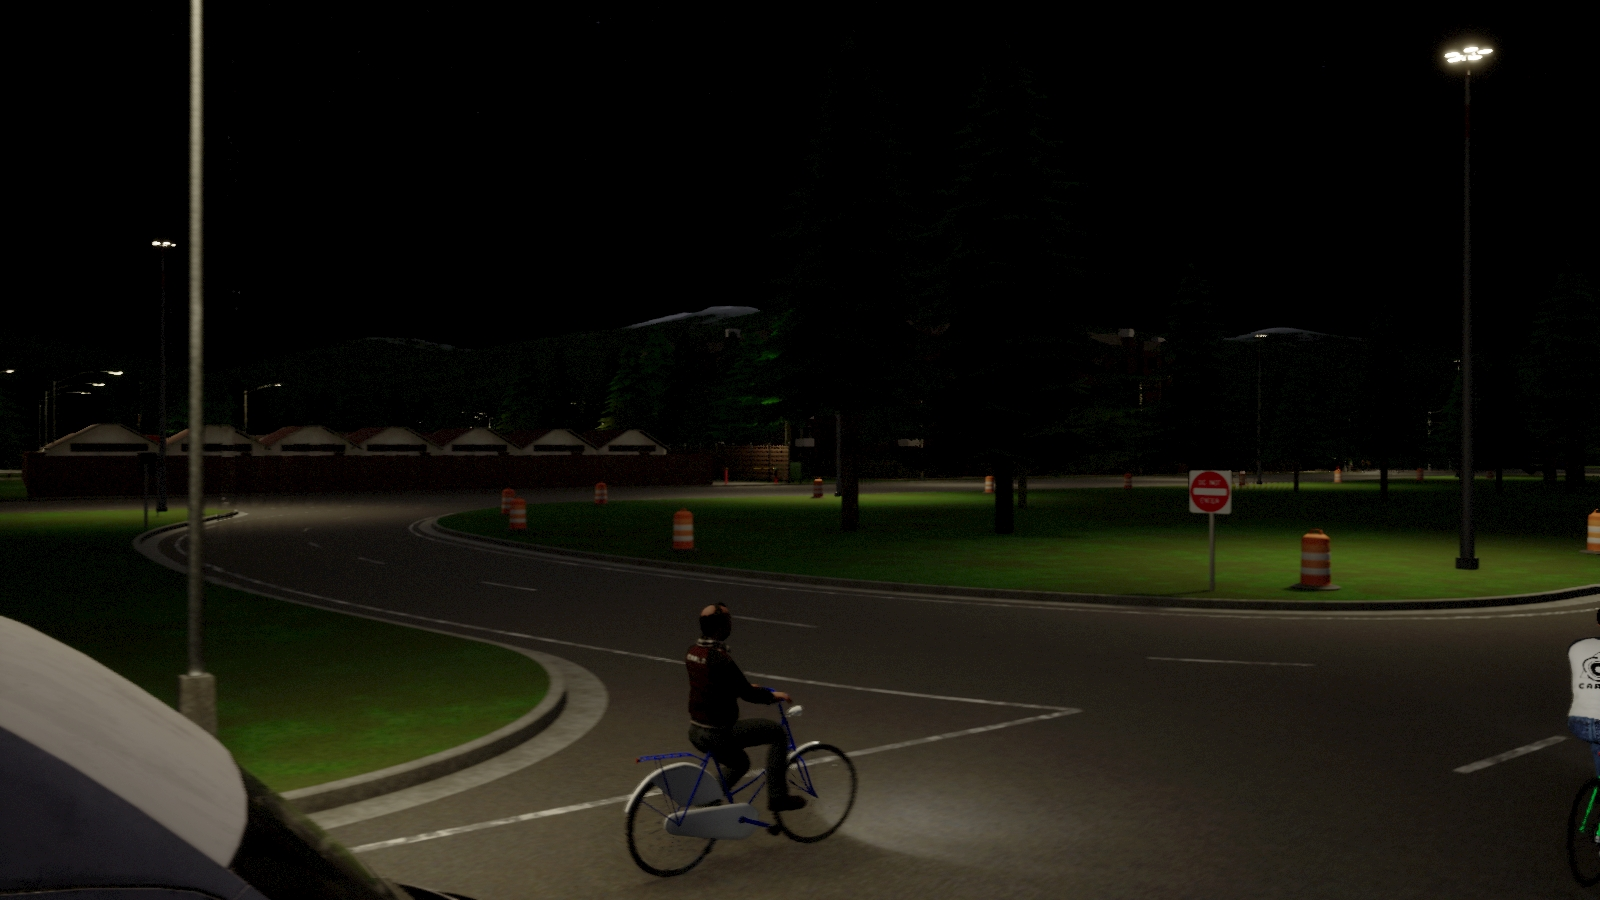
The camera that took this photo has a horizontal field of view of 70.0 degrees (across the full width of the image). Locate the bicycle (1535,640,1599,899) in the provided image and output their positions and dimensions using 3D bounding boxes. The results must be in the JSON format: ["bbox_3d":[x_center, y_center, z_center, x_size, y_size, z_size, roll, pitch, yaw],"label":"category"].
[{"bbox_3d":[5.500,2.061,7.652,1.643,1.496,0.373,0,0,-35],"label":"bicycle"}]

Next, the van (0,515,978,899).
[{"bbox_3d":[-2.543,1.535,1.995,5.915,2.561,1.988,0,0,-35],"label":"van"}]

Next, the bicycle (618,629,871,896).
[{"bbox_3d":[-0.336,2.063,7.832,1.835,1.471,0.329,0,0,-35],"label":"bicycle"}]
